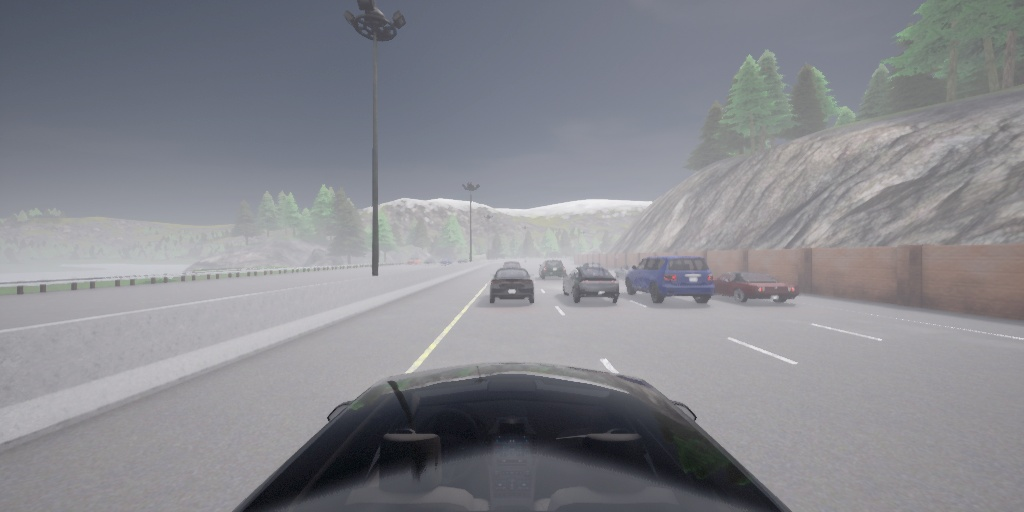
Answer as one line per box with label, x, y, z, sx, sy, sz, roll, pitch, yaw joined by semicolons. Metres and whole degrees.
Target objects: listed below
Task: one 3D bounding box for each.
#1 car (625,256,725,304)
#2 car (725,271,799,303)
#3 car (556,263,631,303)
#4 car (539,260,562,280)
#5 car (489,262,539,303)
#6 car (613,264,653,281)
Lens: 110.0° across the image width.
car;7.000;1.005;16.530;2.150;2.045;5.566;0;0;0
car;10.500;1.364;16.530;1.895;1.301;4.718;0;0;0
car;3.500;1.242;16.500;2.128;1.511;4.902;0;0;0
car;3.500;1.114;31.470;2.097;1.767;4.553;0;0;0
car;0.000;1.232;16.500;1.882;1.535;5.008;0;0;0
car;10.500;1.364;31.530;1.895;1.301;4.718;0;0;0
